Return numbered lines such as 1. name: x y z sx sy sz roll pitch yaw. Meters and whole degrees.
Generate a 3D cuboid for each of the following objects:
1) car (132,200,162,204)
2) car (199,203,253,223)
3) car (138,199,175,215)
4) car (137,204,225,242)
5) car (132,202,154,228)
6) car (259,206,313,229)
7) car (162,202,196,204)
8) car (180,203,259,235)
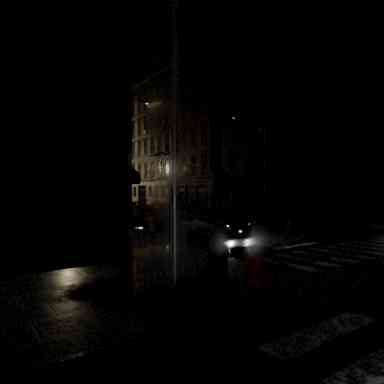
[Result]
1. car: -4.771 1.517 26.755 2.128 1.511 4.902 0 0 -35
2. car: 2.565 1.578 25.910 1.802 1.307 4.206 0 0 -35
3. car: -3.811 1.529 34.867 1.752 1.417 4.829 0 0 -35
4. car: -0.741 1.555 16.715 1.752 1.417 4.829 0 0 -35
5. car: -3.978 1.585 21.264 2.008 1.369 4.403 0 0 -35
6. car: 5.704 1.558 21.500 1.947 1.339 4.313 0 0 -35
7. car: -0.573 1.566 30.319 1.947 1.339 4.313 0 0 -35
8. car: 0.984 1.565 18.713 2.033 1.411 5.357 0 0 -32
